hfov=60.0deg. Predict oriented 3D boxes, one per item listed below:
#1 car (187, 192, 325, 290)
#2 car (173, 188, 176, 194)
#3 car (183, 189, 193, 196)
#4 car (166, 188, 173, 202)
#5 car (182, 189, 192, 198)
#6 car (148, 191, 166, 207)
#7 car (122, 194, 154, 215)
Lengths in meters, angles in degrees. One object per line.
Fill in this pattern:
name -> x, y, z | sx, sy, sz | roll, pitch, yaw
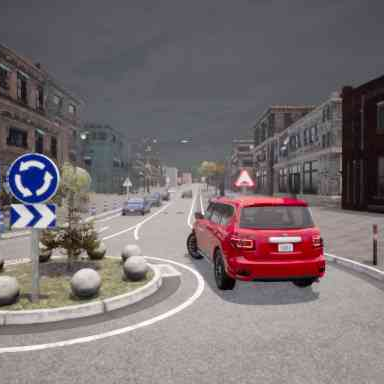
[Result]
car -> 1.397, 1.141, 9.103 | 2.150, 2.045, 5.566 | 0, 1, -9
car -> -3.943, -0.098, 64.243 | 1.812, 1.442, 4.674 | 0, 1, 1
car -> -0.824, 0.138, 70.434 | 1.812, 1.442, 4.674 | 0, 1, 1
car -> -4.306, 0.535, 48.999 | 1.882, 1.535, 5.008 | 0, 2, 1
car -> -0.917, 0.345, 60.173 | 2.033, 1.411, 5.357 | 0, 1, 1
car -> -4.517, 0.887, 38.684 | 1.837, 1.490, 4.892 | 0, 2, 1
car -> -4.724, 1.177, 28.764 | 1.812, 1.442, 4.674 | 0, 0, 1
